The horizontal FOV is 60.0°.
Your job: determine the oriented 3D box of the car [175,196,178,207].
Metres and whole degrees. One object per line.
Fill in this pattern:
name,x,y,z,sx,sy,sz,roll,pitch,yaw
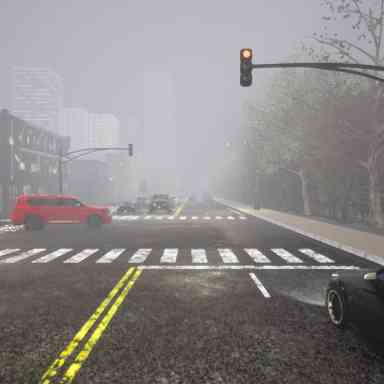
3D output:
car,-3.314,1.507,46.273,1.812,1.442,4.674,0,0,0

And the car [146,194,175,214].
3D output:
car,-3.322,1.208,36.283,2.150,2.045,5.566,0,0,0

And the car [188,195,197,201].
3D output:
car,0.037,1.336,76.893,2.033,1.411,5.357,0,0,0

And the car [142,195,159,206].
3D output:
car,-6.562,1.329,53.131,2.097,1.767,4.553,0,0,0

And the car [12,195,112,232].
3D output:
car,-7.705,1.218,20.042,5.566,2.045,2.150,0,0,-18

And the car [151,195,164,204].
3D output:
car,-6.522,1.449,63.575,1.882,1.535,5.008,0,0,1

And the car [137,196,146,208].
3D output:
car,-6.567,1.334,44.242,2.097,1.767,4.553,0,0,0

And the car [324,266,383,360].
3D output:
car,3.351,1.563,4.272,1.994,1.385,4.181,0,0,0

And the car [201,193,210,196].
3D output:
car,3.289,1.189,76.891,2.150,2.045,5.566,0,0,0

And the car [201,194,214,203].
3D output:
car,3.384,1.570,66.911,1.895,1.301,4.718,0,0,0

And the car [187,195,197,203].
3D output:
car,0.031,1.462,66.475,2.128,1.511,4.902,0,0,0

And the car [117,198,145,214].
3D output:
car,-6.589,1.587,35.331,1.895,1.301,4.718,0,0,1
